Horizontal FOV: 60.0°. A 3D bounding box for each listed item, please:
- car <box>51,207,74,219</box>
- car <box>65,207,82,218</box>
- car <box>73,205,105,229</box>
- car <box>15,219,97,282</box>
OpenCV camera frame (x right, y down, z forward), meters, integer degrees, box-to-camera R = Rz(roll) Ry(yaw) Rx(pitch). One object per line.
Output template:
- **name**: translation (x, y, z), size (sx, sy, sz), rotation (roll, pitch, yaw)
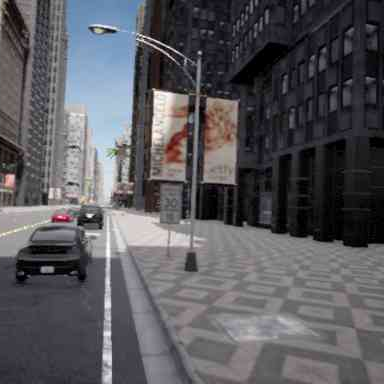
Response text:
- **car**: translation (-14.143, 2.605, 36.460), size (1.994, 1.385, 4.181), rotation (3, -3, -14)
- **car**: translation (-17.114, 2.957, 48.129), size (1.812, 1.442, 4.674), rotation (3, -2, -13)
- **car**: translation (-9.200, 2.203, 30.373), size (2.150, 2.045, 5.566), rotation (3, -2, -14)
- **car**: translation (-4.268, 1.826, 10.814), size (1.837, 1.490, 4.892), rotation (3, -3, -14)
